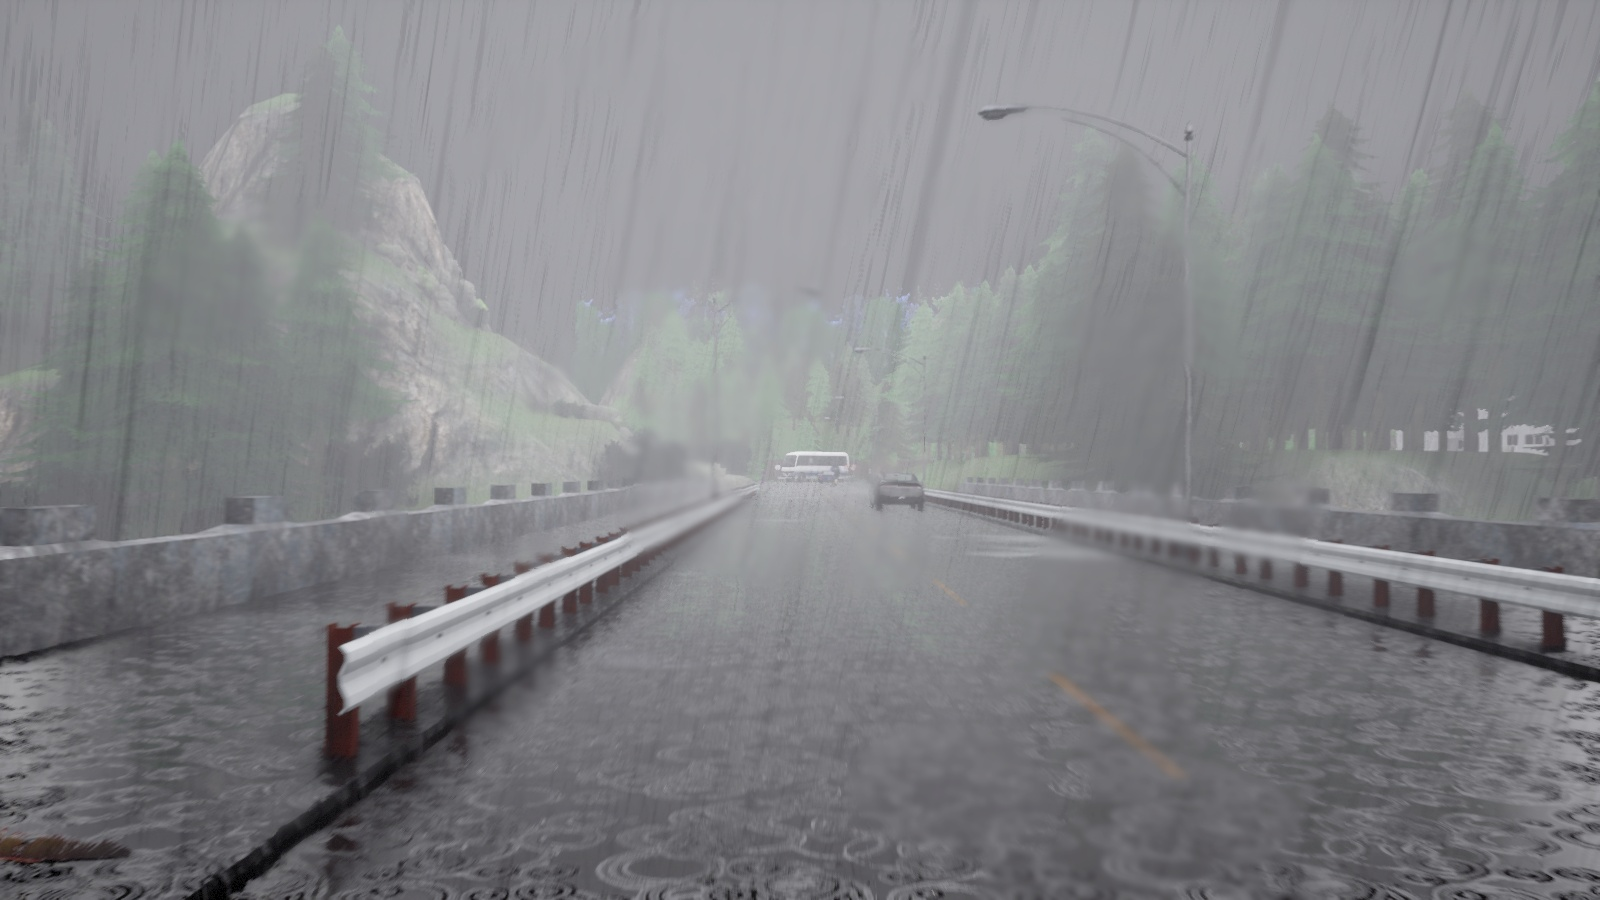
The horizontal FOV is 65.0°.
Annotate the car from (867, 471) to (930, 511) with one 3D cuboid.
[{"bbox_3d":[3.875,1.594,50.262,2.128,1.511,4.902,0,-1,0],"label":"car"}]
